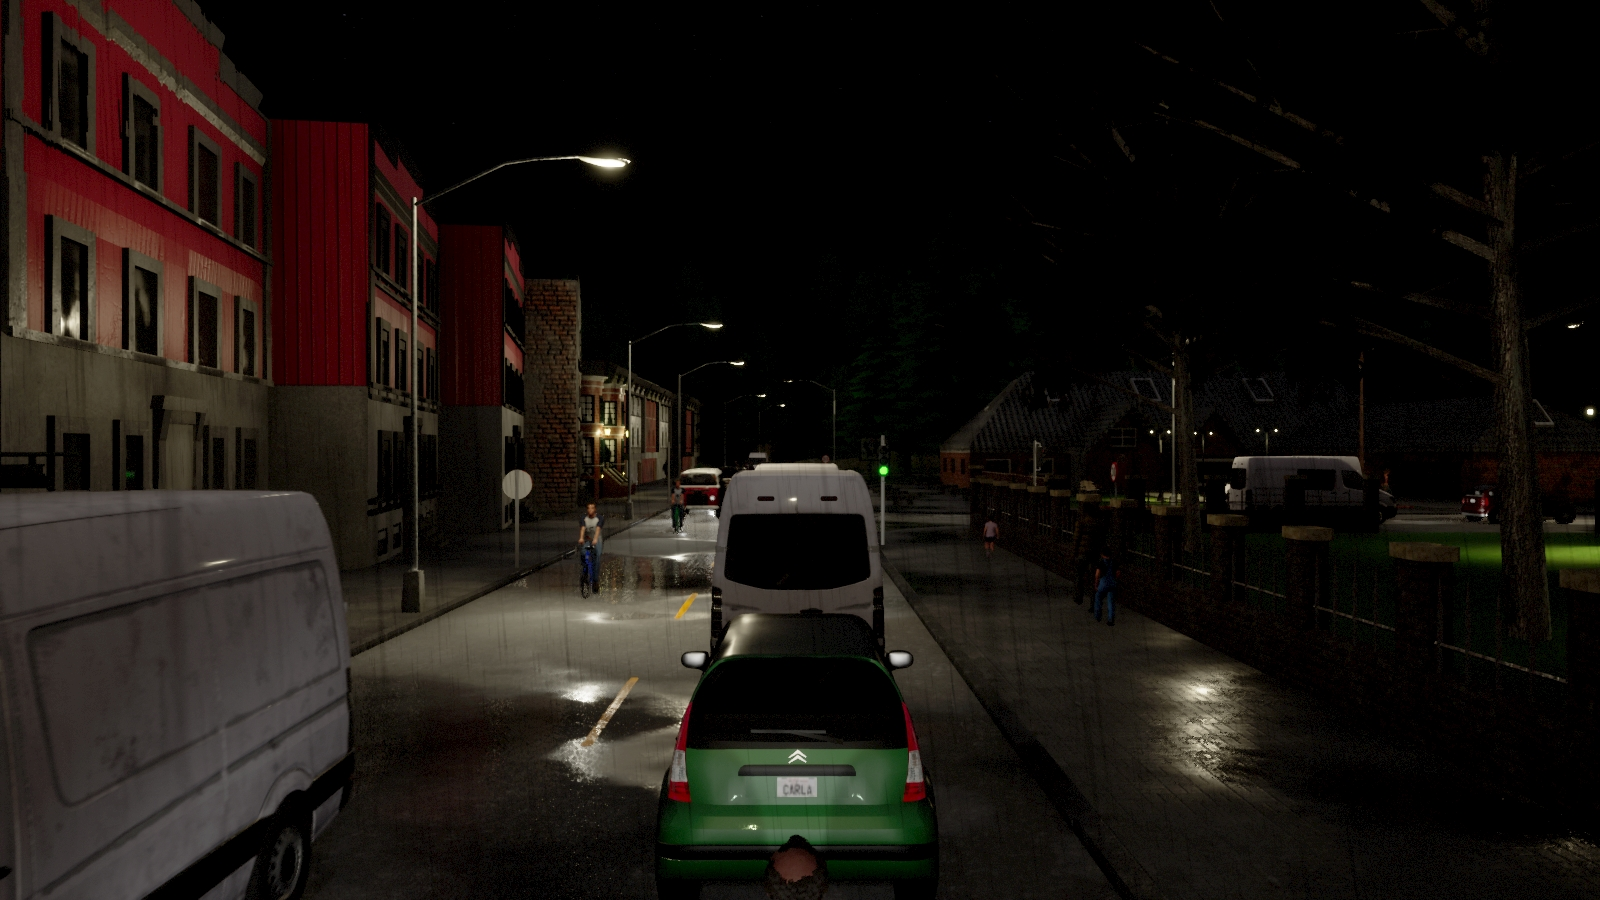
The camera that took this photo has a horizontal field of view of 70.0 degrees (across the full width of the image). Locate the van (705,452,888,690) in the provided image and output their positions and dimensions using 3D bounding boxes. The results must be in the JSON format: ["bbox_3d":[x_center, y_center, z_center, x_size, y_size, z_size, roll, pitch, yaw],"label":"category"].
[{"bbox_3d":[-0.048,1.314,15.312,1.988,2.561,5.915,0,0,0],"label":"van"}]

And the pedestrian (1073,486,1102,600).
[{"bbox_3d":[4.753,1.525,18.915,0.375,1.860,0.375,0,0,-2],"label":"pedestrian"}]

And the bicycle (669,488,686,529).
[{"bbox_3d":[-4.089,1.936,38.214,0.373,1.296,1.643,0,0,0],"label":"bicycle"}]

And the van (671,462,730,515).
[{"bbox_3d":[-4.111,1.562,47.855,2.069,2.038,4.480,0,0,0],"label":"van"}]

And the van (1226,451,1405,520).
[{"bbox_3d":[19.556,1.314,43.543,5.915,2.561,1.988,0,0,1],"label":"van"}]

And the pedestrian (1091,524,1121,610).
[{"bbox_3d":[4.757,1.805,17.760,0.375,1.300,0.375,0,0,1],"label":"pedestrian"}]

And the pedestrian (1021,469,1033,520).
[{"bbox_3d":[8.310,1.629,41.853,0.375,1.860,0.375,0,0,-3],"label":"pedestrian"}]

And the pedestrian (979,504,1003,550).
[{"bbox_3d":[4.745,1.904,28.395,0.500,1.100,0.500,0,0,0],"label":"pedestrian"}]

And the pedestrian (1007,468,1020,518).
[{"bbox_3d":[8.094,1.629,43.312,0.375,1.860,0.375,0,0,-5],"label":"pedestrian"}]

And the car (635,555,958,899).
[{"bbox_3d":[-0.023,1.779,8.527,1.851,1.617,3.988,0,0,0],"label":"car"}]

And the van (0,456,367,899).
[{"bbox_3d":[-4.026,1.315,5.060,1.988,2.561,5.915,0,0,0],"label":"van"}]
